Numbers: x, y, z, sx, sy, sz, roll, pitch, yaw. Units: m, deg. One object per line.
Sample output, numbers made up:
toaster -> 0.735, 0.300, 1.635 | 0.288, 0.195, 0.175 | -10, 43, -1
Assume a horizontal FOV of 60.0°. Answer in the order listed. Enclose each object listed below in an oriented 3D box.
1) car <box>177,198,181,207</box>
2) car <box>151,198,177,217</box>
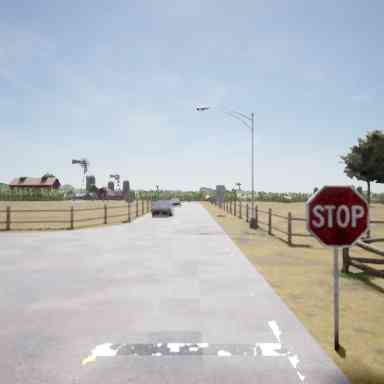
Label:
car -> -2.773, 1.731, 55.053 | 2.033, 1.411, 5.357 | 0, 0, 0
car -> -2.764, 1.558, 31.820 | 1.882, 1.535, 5.008 | 0, 0, 0
